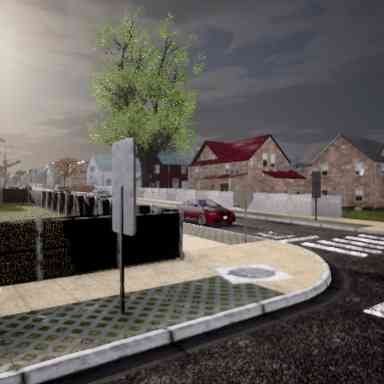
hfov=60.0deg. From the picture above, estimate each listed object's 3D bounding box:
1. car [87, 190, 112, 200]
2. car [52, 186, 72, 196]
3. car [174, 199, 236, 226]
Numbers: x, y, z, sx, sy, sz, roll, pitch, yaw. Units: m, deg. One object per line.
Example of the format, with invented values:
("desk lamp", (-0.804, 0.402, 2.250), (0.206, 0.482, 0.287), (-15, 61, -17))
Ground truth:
("car", (-9.110, 0.540, 33.528), (2.128, 1.511, 4.902), (0, 2, -35))
("car", (-18.473, -0.136, 47.085), (1.837, 1.490, 4.892), (0, 2, -35))
("car", (0.660, 1.129, 19.539), (1.994, 1.385, 4.181), (0, 2, -35))
